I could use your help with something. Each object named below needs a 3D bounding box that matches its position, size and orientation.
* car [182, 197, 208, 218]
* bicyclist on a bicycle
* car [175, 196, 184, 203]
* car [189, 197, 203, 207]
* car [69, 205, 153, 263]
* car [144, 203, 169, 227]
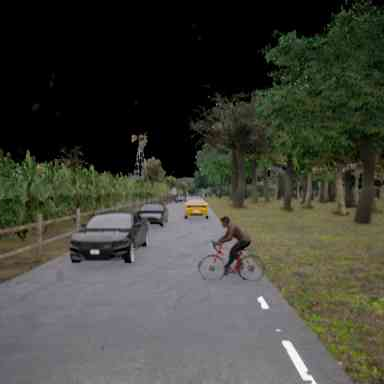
[{"bbox_3d":[0.398,1.382,29.084,1.882,1.535,5.008,0,0,1],"label":"car"},{"bbox_3d":[0.981,1.428,8.209,1.656,1.620,0.582,0,0,1],"label":"bicyclist on a bicycle"},{"bbox_3d":[-2.077,1.387,62.589,1.994,1.385,4.181,0,0,1],"label":"car"},{"bbox_3d":[0.611,1.458,47.803,1.895,1.301,4.718,0,0,1],"label":"car"},{"bbox_3d":[-2.747,1.436,11.964,1.882,1.535,5.008,0,0,1],"label":"car"},{"bbox_3d":[-2.615,1.471,22.536,2.033,1.411,5.357,0,0,1],"label":"car"}]
